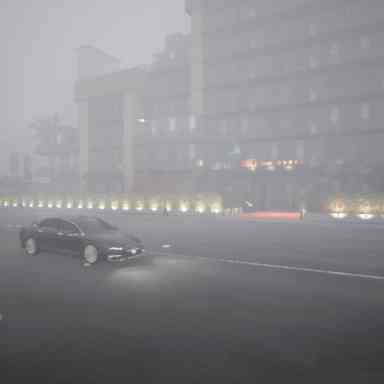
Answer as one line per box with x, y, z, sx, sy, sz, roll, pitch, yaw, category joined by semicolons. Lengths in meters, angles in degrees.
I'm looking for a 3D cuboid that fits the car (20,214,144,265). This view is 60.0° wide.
-3.935;1.572;11.663;4.892;1.490;1.837;2;1;29;car
